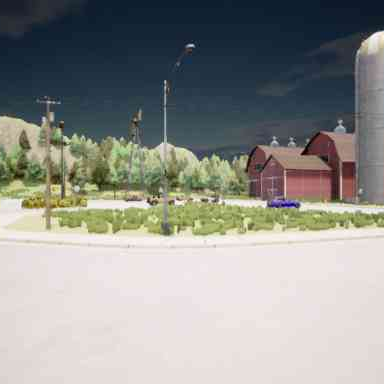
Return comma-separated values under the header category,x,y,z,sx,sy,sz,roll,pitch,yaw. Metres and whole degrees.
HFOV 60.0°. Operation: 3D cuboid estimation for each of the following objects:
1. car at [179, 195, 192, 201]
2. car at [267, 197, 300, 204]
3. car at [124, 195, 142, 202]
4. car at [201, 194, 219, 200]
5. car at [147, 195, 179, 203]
category,x,y,z,sx,sy,sz,roll,pitch,yaw
car,-1.646,1.480,80.008,4.193,1.474,1.816,0,0,-21
car,12.468,1.451,45.057,4.611,1.667,2.242,0,0,-21
car,-13.216,1.493,74.258,3.905,1.438,1.784,0,0,-21
car,3.744,1.286,67.637,3.866,1.878,1.905,0,0,-21
car,-4.947,1.281,53.354,4.605,1.855,1.932,0,0,-21
